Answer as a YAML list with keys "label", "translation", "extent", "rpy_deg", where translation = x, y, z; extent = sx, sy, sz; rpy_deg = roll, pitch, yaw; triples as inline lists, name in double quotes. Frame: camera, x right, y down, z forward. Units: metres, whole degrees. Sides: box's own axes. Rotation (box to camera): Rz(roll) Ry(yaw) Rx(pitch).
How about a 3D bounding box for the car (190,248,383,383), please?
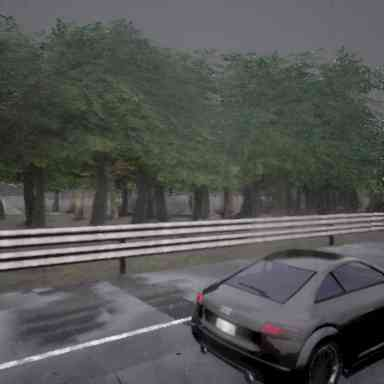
- label: "car"
  translation: [2.046, 1.613, 5.177]
  extent: [4.181, 1.385, 1.994]
  rpy_deg: [1, 0, -35]
